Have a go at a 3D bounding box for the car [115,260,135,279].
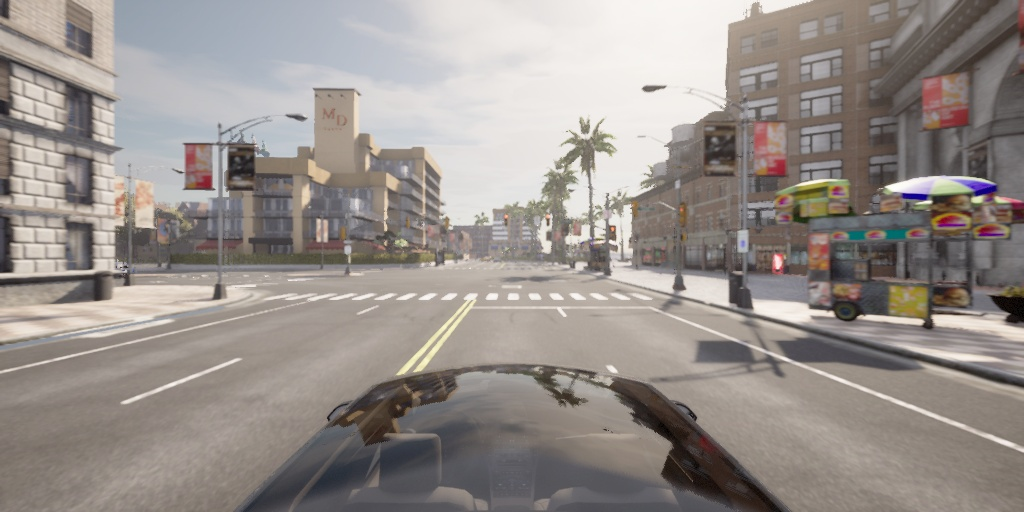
[{"bbox_3d":[-35.087,0.918,29.974,5.566,2.045,2.150,0,0,0],"label":"car"}]
